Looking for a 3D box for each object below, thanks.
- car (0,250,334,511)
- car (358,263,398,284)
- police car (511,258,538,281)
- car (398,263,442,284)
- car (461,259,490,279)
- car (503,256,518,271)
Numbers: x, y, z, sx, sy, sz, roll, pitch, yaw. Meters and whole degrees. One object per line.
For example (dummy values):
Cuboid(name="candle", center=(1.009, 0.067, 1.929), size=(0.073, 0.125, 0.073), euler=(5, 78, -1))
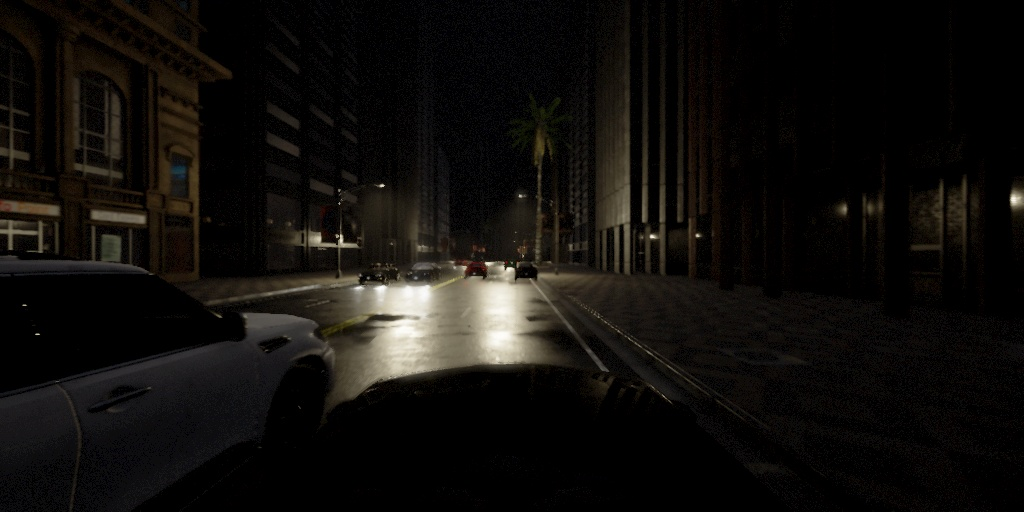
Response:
Cuboid(name="car", center=(-3.152, 0.972, 1.828), size=(2.150, 2.045, 5.566), euler=(0, 0, 0))
Cuboid(name="car", center=(-9.854, 1.266, 26.992), size=(1.837, 1.490, 4.892), euler=(0, 0, 0))
Cuboid(name="police car", center=(1.127, 1.189, 30.385), size=(1.930, 1.638, 5.238), euler=(0, 0, 0))
Cuboid(name="car", center=(-6.604, 1.252, 27.121), size=(2.128, 1.511, 4.902), euler=(0, 0, 0))
Cuboid(name="car", center=(-3.162, 1.291, 32.510), size=(1.812, 1.442, 4.674), euler=(0, 0, 0))
Cuboid(name="car", center=(-0.014, 1.010, 50.306), size=(2.150, 2.045, 5.566), euler=(0, 0, 0))
